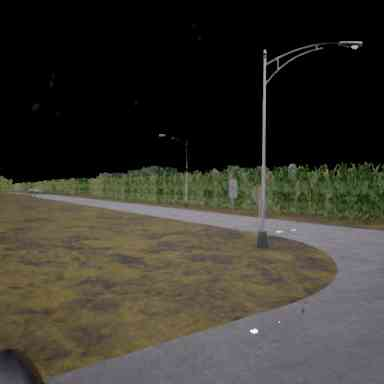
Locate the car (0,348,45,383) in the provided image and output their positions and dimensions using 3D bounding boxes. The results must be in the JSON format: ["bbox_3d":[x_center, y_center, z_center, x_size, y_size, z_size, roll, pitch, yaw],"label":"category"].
[{"bbox_3d":[-3.052,1.549,0.776,5.357,1.411,2.033,0,0,-36],"label":"car"}]

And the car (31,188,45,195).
[{"bbox_3d":[-37.913,-0.099,82.789,2.128,1.511,4.902,0,1,-35],"label":"car"}]
